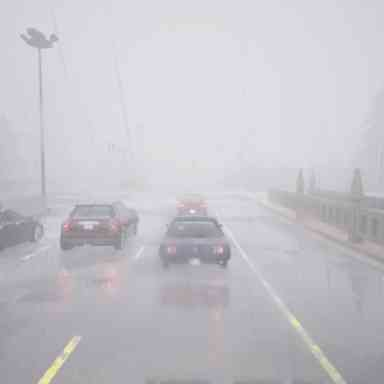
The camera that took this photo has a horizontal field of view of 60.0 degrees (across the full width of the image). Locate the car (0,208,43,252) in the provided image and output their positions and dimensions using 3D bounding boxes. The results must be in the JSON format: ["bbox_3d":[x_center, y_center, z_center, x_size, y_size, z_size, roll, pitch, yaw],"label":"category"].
[{"bbox_3d":[-6.937,1.308,11.518,1.837,1.490,4.892,0,2,0],"label":"car"}]

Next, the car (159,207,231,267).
[{"bbox_3d":[0.071,1.431,10.782,1.895,1.301,4.718,0,2,0],"label":"car"}]

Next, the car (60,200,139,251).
[{"bbox_3d":[-3.446,1.079,13.175,2.097,1.767,4.553,0,3,0],"label":"car"}]

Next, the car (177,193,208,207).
[{"bbox_3d":[0.016,0.789,20.905,1.812,1.442,4.674,0,4,0],"label":"car"}]
